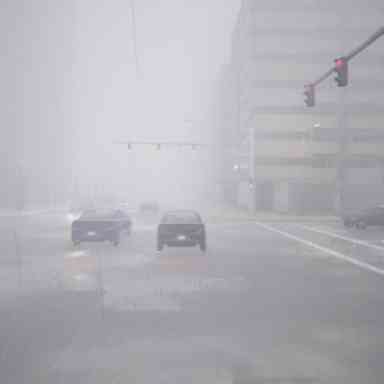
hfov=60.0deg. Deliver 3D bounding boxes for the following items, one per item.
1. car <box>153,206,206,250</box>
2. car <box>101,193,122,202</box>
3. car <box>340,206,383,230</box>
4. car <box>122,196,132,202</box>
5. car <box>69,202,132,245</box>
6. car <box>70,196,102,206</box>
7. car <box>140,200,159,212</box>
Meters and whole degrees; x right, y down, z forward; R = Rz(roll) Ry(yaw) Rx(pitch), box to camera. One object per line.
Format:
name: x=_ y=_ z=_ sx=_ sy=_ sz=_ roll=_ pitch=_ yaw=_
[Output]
car: x=-0.450 y=1.478 z=14.346 sx=1.882 sy=1.535 sz=5.008 roll=0 pitch=0 yaw=-2
car: x=-12.274 y=1.151 z=48.598 sx=2.150 sy=2.045 sz=5.566 roll=0 pitch=0 yaw=-2
car: x=11.874 y=1.612 z=21.160 sx=4.674 sy=1.442 sz=1.812 roll=0 pitch=0 yaw=-2
car: x=-12.721 y=1.476 z=63.698 sx=2.033 sy=1.411 sz=5.357 roll=0 pitch=0 yaw=-2
car: x=-3.985 y=1.454 z=15.346 sx=1.882 sy=1.535 sz=5.008 roll=0 pitch=0 yaw=-2
car: x=-11.892 y=1.419 z=36.508 sx=2.128 sy=1.511 sz=4.902 roll=0 pitch=0 yaw=-2
car: x=-4.740 y=1.578 z=37.681 sx=1.895 sy=1.301 sz=4.718 roll=0 pitch=0 yaw=-2
